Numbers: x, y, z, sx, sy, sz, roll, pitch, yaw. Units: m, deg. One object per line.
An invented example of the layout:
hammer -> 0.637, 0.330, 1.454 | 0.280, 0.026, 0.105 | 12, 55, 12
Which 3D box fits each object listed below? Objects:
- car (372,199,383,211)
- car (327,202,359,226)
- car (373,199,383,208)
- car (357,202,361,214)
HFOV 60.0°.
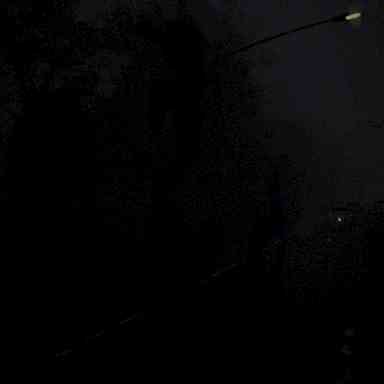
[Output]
car -> 28.426, 1.902, 49.762 | 2.097, 1.767, 4.553 | 0, 0, 28
car -> 11.775, 1.787, 26.098 | 1.812, 1.442, 4.674 | 0, 0, 28
car -> 36.202, 2.208, 64.487 | 1.837, 1.490, 4.892 | 0, 0, 28
car -> 20.320, 1.981, 42.051 | 2.033, 1.411, 5.357 | 0, 0, 28
